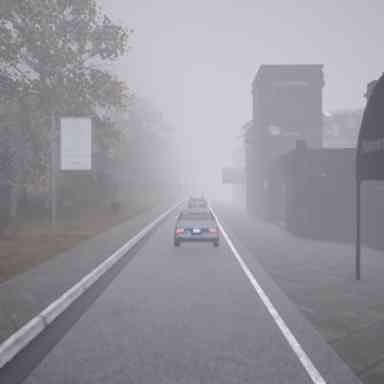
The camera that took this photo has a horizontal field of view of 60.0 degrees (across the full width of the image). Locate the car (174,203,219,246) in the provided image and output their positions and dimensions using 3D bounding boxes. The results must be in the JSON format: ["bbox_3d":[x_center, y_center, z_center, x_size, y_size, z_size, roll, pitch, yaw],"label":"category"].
[{"bbox_3d":[0.200,1.432,14.736,2.033,1.411,5.357,0,1,1],"label":"car"}]

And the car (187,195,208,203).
[{"bbox_3d":[0.571,1.068,33.809,2.128,1.511,4.902,0,1,1],"label":"car"}]
